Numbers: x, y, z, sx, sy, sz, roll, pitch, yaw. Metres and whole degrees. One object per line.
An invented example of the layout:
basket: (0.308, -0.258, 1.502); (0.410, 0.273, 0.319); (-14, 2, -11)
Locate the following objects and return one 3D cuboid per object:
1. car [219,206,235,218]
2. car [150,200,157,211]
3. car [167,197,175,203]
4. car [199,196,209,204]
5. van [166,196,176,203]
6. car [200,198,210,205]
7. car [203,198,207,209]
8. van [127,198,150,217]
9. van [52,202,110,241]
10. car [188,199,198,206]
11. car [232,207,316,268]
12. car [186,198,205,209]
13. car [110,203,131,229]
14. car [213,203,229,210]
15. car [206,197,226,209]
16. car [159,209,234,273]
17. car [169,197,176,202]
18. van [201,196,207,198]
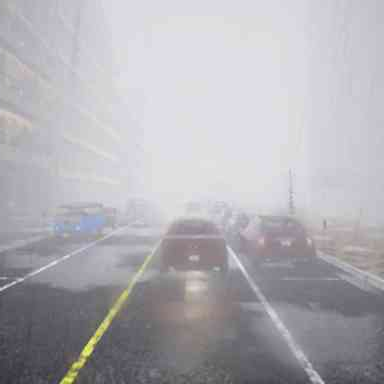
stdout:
car: (2.719, 1.646, 17.015); (2.008, 1.369, 4.403); (0, 0, 0)
car: (-5.616, 1.809, 44.643); (2.008, 1.369, 4.403); (0, 0, 0)
car: (-5.542, 2.079, 88.656); (1.752, 1.417, 4.829); (0, 0, 0)
car: (2.821, 1.792, 77.768); (2.192, 1.841, 5.009); (0, 0, 0)
van: (-5.551, 1.857, 83.304); (1.690, 1.788, 3.998); (0, 0, 0)
car: (2.811, 1.990, 72.242); (2.008, 1.369, 4.403); (0, 0, 0)
car: (2.765, 1.823, 44.629); (1.947, 1.339, 4.313); (0, 0, 0)
van: (-5.634, 1.532, 33.599); (1.690, 1.788, 3.998); (0, 0, 0)
van: (-5.661, 1.437, 17.032); (1.690, 1.788, 3.998); (0, 0, 0)
car: (0.205, 1.988, 64.488); (1.895, 1.301, 4.718); (0, 0, 0)
car: (2.710, 1.504, 11.493); (1.967, 1.590, 4.097); (0, 0, 0)
car: (0.162, 1.770, 39.070); (2.033, 1.411, 5.357); (0, 0, 0)
car: (-5.653, 1.672, 22.553); (1.887, 1.381, 4.507); (0, 0, 0)
car: (2.728, 1.677, 22.539); (2.008, 1.369, 4.403); (0, 0, 0)
car: (2.747, 1.630, 33.584); (1.967, 1.590, 4.097); (0, 0, 0)
car: (0.042, 1.539, 10.896); (1.882, 1.535, 5.008); (0, 0, 0)
car: (-5.533, 2.161, 94.348); (1.947, 1.339, 4.313); (0, 0, 0)
van: (2.784, 1.670, 55.677); (1.690, 1.788, 3.998); (0, 0, 0)
